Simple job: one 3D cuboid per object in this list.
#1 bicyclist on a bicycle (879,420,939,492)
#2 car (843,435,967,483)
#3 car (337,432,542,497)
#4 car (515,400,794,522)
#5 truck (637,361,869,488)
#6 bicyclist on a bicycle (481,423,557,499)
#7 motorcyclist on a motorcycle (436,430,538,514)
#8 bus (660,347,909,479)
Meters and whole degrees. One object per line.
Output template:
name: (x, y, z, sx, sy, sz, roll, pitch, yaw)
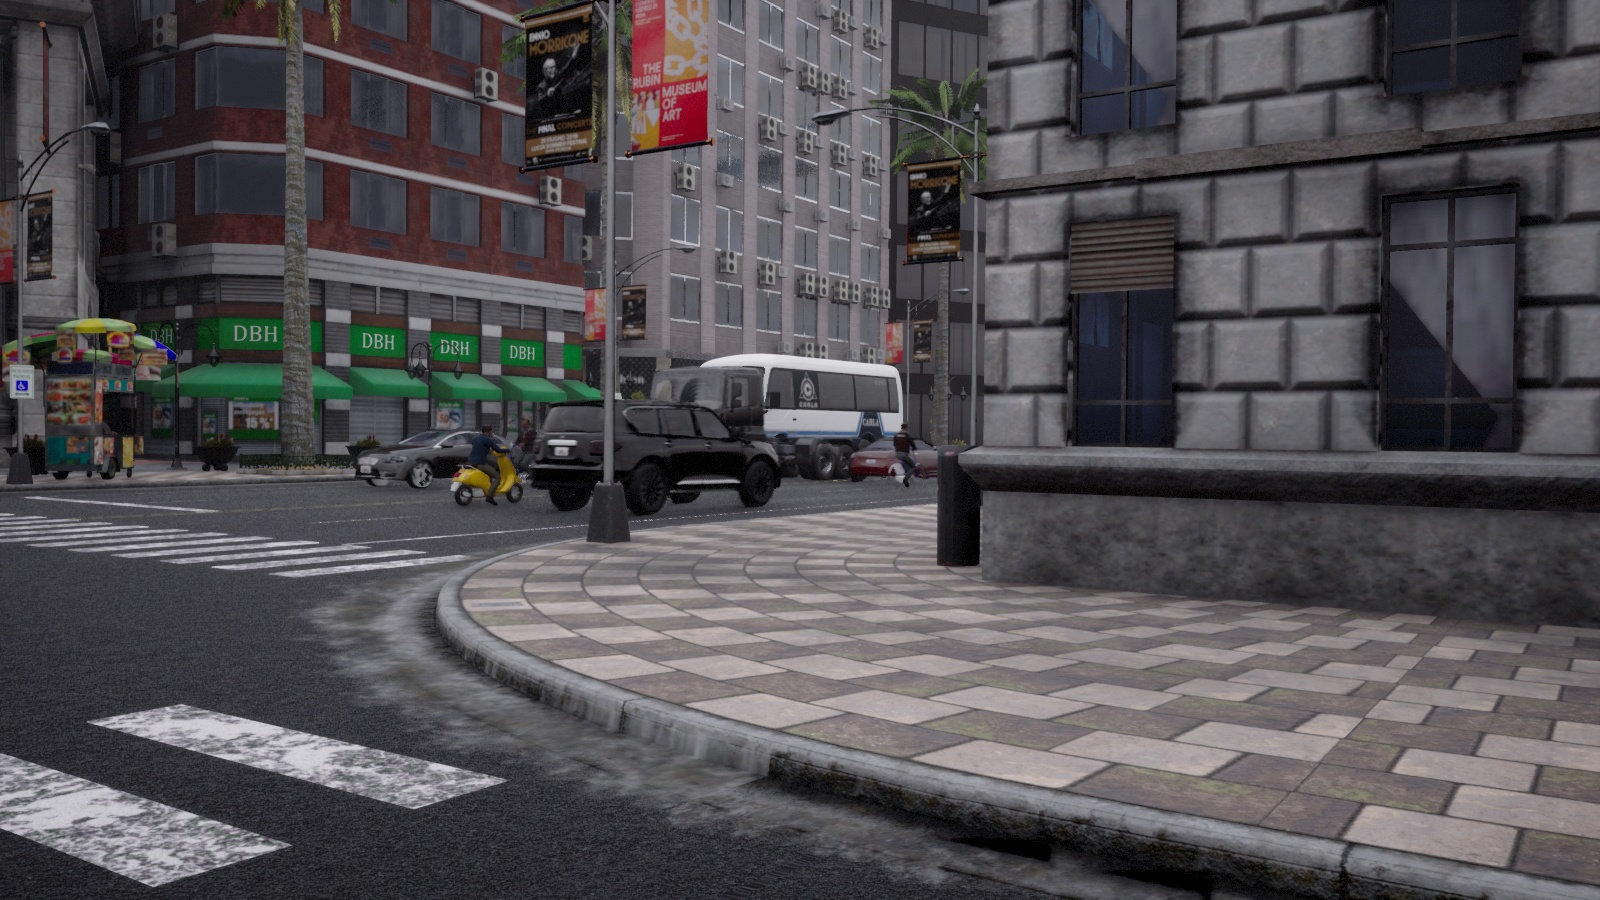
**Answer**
bicyclist on a bicycle: (2.780, 0.141, 31.932, 0.659, 1.776, 1.843, 0, 1, 35)
car: (3.304, 0.235, 38.839, 1.994, 1.385, 4.181, 0, 1, 35)
car: (-9.289, 0.324, 32.742, 2.128, 1.511, 4.902, 0, 1, 34)
car: (-2.574, 0.146, 23.899, 2.150, 2.045, 5.566, 0, 1, 34)
truck: (-1.195, -0.768, 38.401, 2.891, 3.462, 7.936, 0, 1, 34)
bicyclist on a bicycle: (-6.768, 0.249, 30.286, 0.659, 1.776, 1.843, 0, 0, 33)
motorcyclist on a motorcycle: (-6.165, 0.402, 24.838, 0.866, 1.590, 1.817, 0, 1, 34)
bus: (-0.255, -1.273, 45.976, 3.944, 4.253, 10.273, 0, 1, 34)
